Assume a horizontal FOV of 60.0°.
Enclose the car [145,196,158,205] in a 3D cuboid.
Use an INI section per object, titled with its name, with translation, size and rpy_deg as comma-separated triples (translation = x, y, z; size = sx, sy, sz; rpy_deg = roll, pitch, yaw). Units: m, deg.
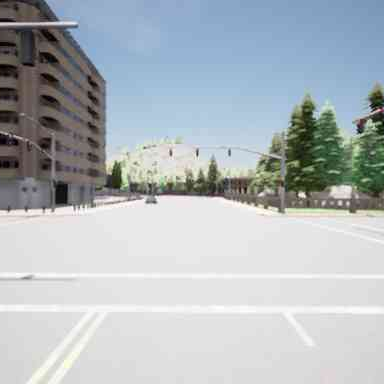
[car]
translation = -7.012, 1.442, 57.850
size = 1.812, 1.442, 4.674
rpy_deg = 0, 0, 0
